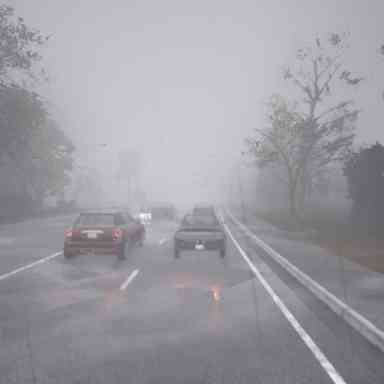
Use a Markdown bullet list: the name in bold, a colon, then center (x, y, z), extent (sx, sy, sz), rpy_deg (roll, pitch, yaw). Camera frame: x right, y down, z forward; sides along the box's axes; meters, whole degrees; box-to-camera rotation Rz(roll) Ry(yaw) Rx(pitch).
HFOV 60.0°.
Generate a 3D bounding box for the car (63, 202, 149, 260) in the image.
- **car**: center (-3.181, 1.451, 12.965), extent (2.097, 1.767, 4.553), rpy_deg (0, 0, 2)

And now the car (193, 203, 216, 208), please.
- **car**: center (1.075, 1.709, 29.871), extent (1.882, 1.535, 5.008), rpy_deg (0, -1, 3)

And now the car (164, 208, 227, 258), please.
- **car**: center (0.327, 1.595, 13.256), extent (2.128, 1.511, 4.902), rpy_deg (0, 0, 2)

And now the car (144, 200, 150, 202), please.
- **car**: center (-5.323, 1.810, 41.993), extent (2.128, 1.511, 4.902), rpy_deg (0, 0, 4)

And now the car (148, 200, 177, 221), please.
- **car**: center (-2.423, 1.707, 30.000), extent (1.882, 1.535, 5.008), rpy_deg (0, -1, 3)
